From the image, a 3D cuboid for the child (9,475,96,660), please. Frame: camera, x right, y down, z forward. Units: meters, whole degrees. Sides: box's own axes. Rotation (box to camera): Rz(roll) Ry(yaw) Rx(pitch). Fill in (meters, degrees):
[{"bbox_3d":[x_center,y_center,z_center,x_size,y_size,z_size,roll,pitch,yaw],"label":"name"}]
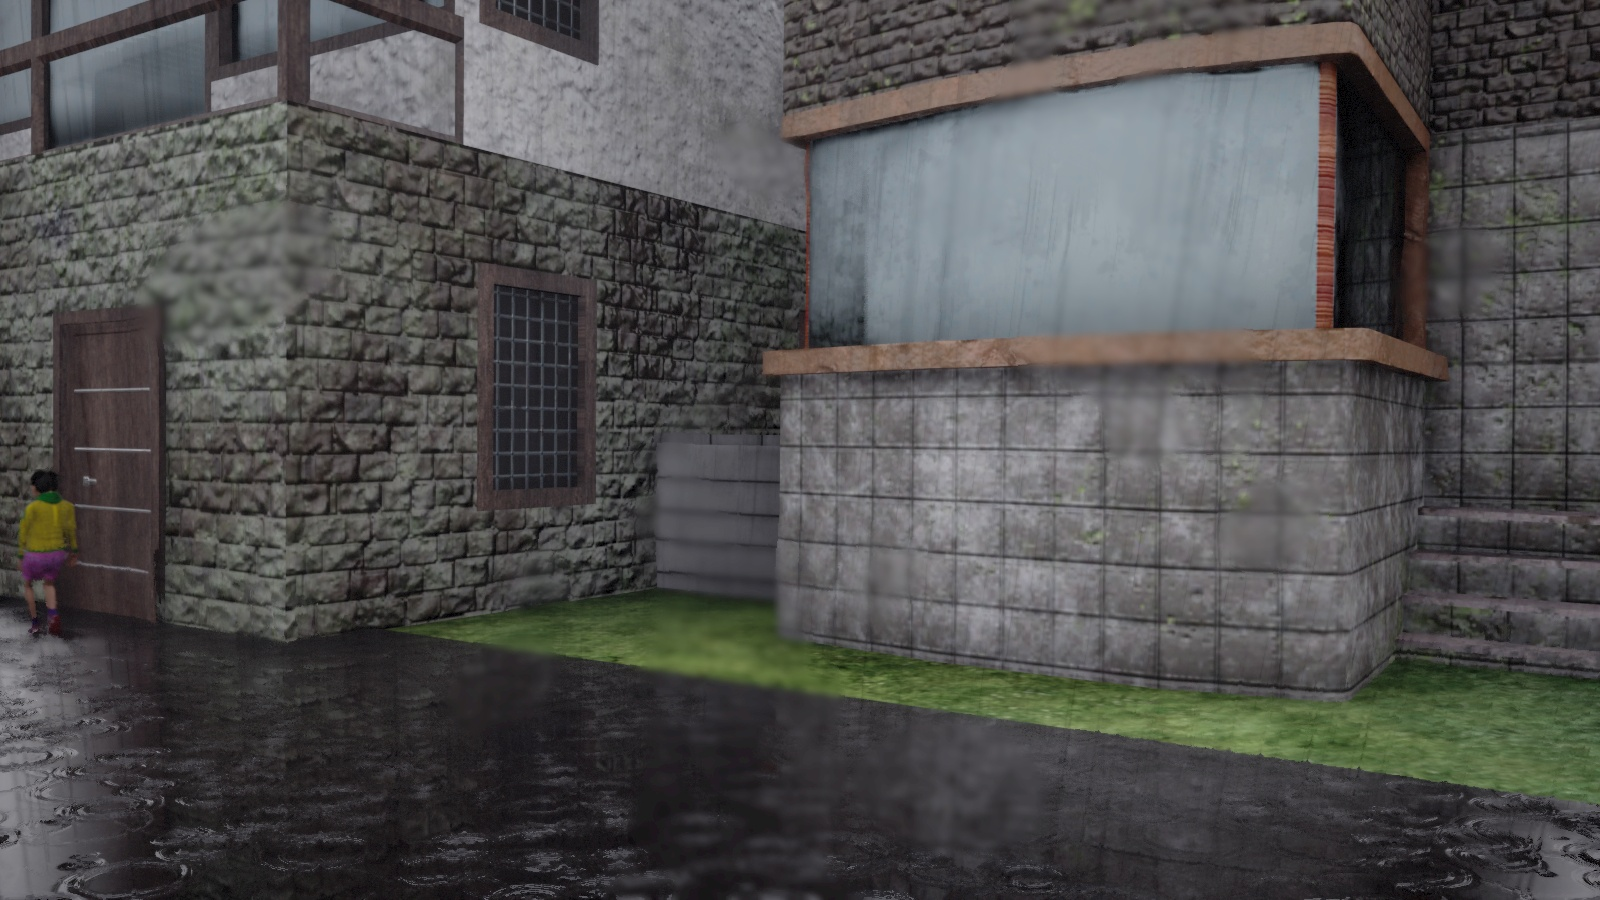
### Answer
[{"bbox_3d":[-4.899,0.753,8.233,0.473,1.160,0.299,0,1,34],"label":"child"}]
